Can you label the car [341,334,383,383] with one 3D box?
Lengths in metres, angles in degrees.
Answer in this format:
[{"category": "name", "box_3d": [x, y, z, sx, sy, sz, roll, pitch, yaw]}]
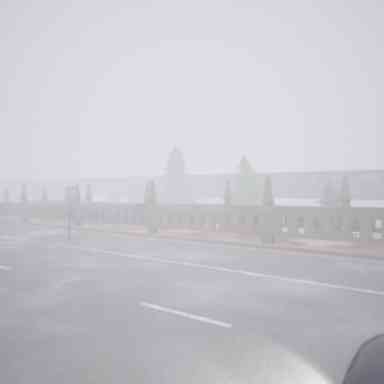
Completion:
[{"category": "car", "box_3d": [2.988, 1.553, 1.777, 4.181, 1.385, 1.994, 0, 0, 36]}]
